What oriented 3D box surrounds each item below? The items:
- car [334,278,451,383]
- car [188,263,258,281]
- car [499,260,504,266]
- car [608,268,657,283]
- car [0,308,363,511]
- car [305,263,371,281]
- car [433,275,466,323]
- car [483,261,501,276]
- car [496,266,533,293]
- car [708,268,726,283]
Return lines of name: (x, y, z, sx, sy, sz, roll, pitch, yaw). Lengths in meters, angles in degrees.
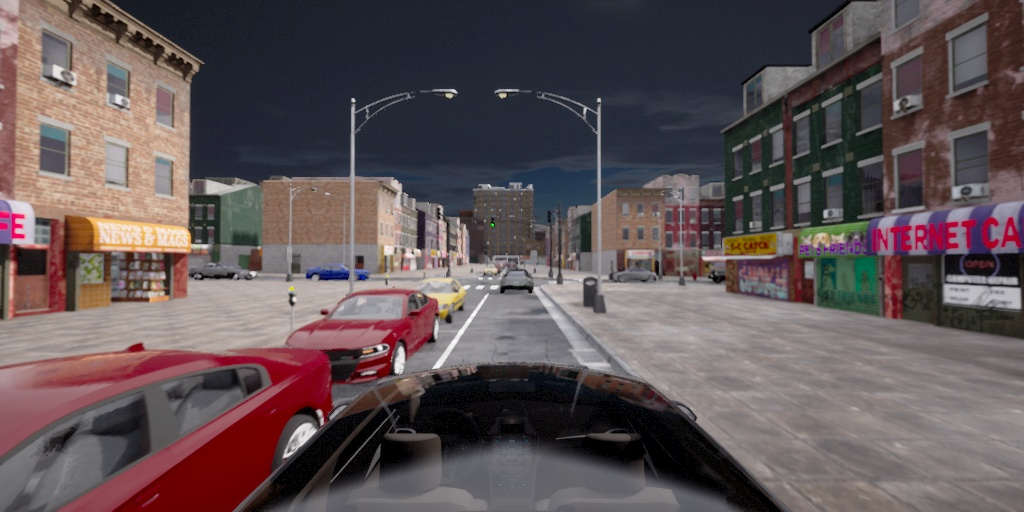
car: (-2.638, 1.344, 7.239, 1.888, 1.381, 4.507, 0, 0, 0)
car: (-23.886, 1.339, 29.780, 4.902, 1.511, 2.128, 0, -1, 0)
car: (-2.642, 1.549, 50.129, 2.192, 1.841, 5.009, 0, 0, 0)
car: (11.027, 1.751, 32.909, 4.181, 1.385, 1.994, 1, -1, -1)
car: (-2.637, 1.295, 1.744, 1.888, 1.381, 4.507, 0, 0, 0)
car: (-14.388, 1.393, 29.825, 5.008, 1.535, 1.882, 0, -1, -2)
car: (-2.638, 1.375, 12.562, 1.751, 1.417, 4.829, 0, 0, 0)
car: (-2.642, 1.700, 44.517, 1.751, 1.417, 4.829, 0, 0, 0)
car: (0.349, 1.510, 22.594, 1.994, 1.385, 4.181, 0, -1, 3)
car: (21.162, 1.558, 32.962, 5.566, 2.045, 2.150, 1, -1, 0)
